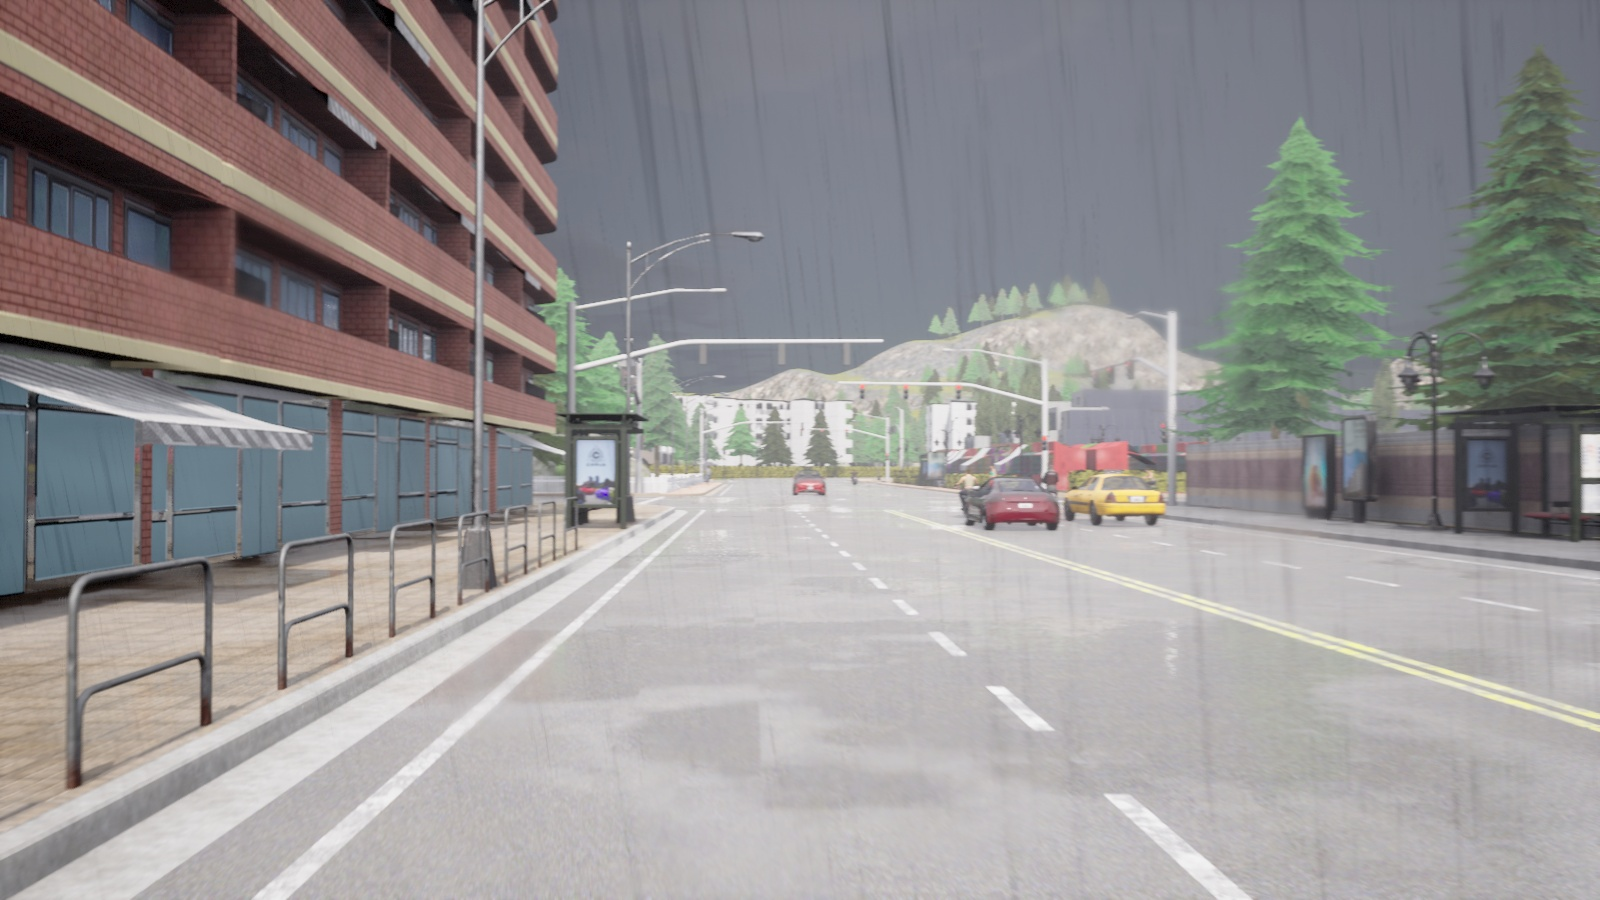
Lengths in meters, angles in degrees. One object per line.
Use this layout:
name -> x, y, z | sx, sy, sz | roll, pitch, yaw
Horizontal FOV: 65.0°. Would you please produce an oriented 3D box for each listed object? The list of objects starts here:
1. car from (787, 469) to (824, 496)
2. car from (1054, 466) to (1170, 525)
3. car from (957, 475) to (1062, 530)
car -> 0.315, 1.932, 75.154 | 2.007, 1.525, 4.514 | 0, -1, -2
car -> 8.968, 1.269, 36.595 | 1.801, 1.575, 5.366 | 0, -1, -2
car -> 5.575, 1.374, 33.982 | 1.994, 1.385, 4.181 | 0, -1, -2
